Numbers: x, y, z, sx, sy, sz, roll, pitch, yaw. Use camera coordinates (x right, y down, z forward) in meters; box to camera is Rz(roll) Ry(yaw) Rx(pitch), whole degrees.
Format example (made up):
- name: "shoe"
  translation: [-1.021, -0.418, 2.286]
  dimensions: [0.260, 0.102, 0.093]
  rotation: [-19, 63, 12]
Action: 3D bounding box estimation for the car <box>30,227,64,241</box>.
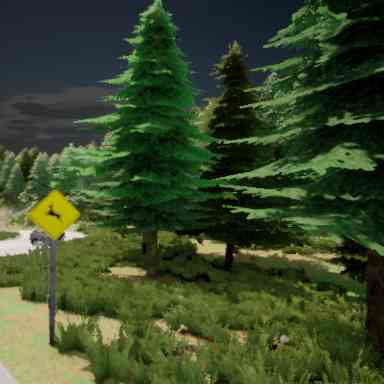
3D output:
- name: "car"
  translation: [-12.700, 3.767, 29.494]
  dimensions: [2.128, 1.511, 4.902]
  rotation: [1, -5, -7]
